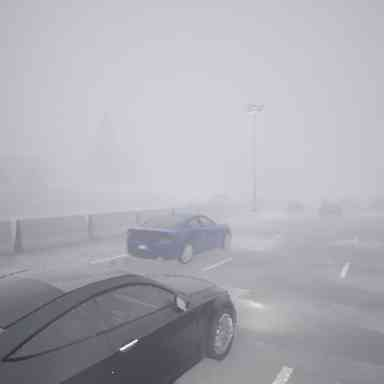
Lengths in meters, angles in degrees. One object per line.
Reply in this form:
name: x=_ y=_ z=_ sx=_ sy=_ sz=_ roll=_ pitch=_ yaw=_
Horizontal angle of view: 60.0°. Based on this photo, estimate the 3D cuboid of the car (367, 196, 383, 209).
car: x=24.806 y=1.352 z=44.193 sx=2.097 sy=1.767 sz=4.553 roll=0 pitch=0 yaw=17

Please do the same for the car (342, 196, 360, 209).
car: x=21.764 y=1.352 z=46.235 sx=2.097 sy=1.767 sz=4.553 roll=0 pitch=0 yaw=16

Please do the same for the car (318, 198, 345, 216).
car: x=13.439 y=1.562 z=32.445 sx=1.994 sy=1.385 sz=4.181 roll=0 pitch=0 yaw=21

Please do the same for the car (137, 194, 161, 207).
car: x=-6.214 y=1.259 z=50.447 sx=2.150 sy=2.045 sz=5.566 roll=0 pitch=0 yaw=18

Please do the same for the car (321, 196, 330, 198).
car: x=26.080 y=1.560 z=64.986 sx=1.994 sy=1.385 sz=4.181 roll=0 pitch=0 yaw=8

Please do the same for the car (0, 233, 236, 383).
car: x=-1.151 y=1.525 z=3.629 sx=1.812 sy=1.442 sz=4.674 roll=0 pitch=0 yaw=32

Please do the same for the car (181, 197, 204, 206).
car: x=0.421 y=1.529 z=48.225 sx=1.812 sy=1.442 sz=4.674 roll=0 pitch=0 yaw=18

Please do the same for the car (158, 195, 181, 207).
car: x=-2.867 y=1.551 z=49.422 sx=1.812 sy=1.442 sz=4.674 roll=0 pitch=0 yaw=18

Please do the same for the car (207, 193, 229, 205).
car: x=3.791 y=1.226 z=47.264 sx=2.150 sy=2.045 sz=5.566 roll=0 pitch=0 yaw=18

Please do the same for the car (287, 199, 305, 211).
car: x=12.593 y=1.524 z=40.327 sx=1.812 sy=1.442 sz=4.674 roll=0 pitch=0 yaw=19

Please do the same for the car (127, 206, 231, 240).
car: x=-0.234 y=1.477 z=11.975 sx=1.882 sy=1.535 sz=5.008 roll=0 pitch=0 yaw=30
